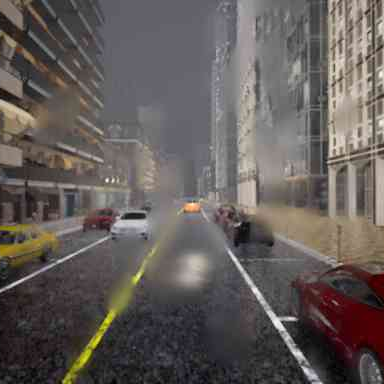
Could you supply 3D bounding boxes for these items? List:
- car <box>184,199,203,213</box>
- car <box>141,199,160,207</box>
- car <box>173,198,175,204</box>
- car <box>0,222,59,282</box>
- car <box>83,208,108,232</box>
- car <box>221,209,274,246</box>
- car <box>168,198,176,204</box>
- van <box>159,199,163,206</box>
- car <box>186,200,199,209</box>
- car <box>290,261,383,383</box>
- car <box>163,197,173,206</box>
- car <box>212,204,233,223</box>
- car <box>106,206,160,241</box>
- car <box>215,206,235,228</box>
[{"bbox_3d":[0.066,1.819,44.582,2.097,1.767,4.553,0,-1,2],"label":"car"},{"bbox_3d":[-5.693,2.030,44.205,1.947,1.339,4.313,0,-1,0],"label":"car"},{"bbox_3d":[-5.694,2.412,78.094,1.802,1.307,4.206,0,-1,0],"label":"car"},{"bbox_3d":[-5.691,1.631,10.146,1.752,1.417,4.829,0,-1,0],"label":"car"},{"bbox_3d":[-5.692,1.770,21.613,1.887,1.381,4.507,0,-1,0],"label":"car"},{"bbox_3d":[2.689,1.731,15.963,1.947,1.339,4.313,0,-1,0],"label":"car"},{"bbox_3d":[-5.695,2.461,95.041,1.967,1.590,4.097,0,-1,0],"label":"car"},{"bbox_3d":[-5.693,1.865,49.856,1.690,1.788,3.998,0,-1,0],"label":"van"},{"bbox_3d":[0.094,2.151,57.366,2.033,1.411,5.357,0,-1,0],"label":"car"},{"bbox_3d":[2.689,1.630,4.667,1.802,1.307,4.206,0,-1,0],"label":"car"},{"bbox_3d":[-5.694,2.349,72.446,1.802,1.307,4.206,0,-1,0],"label":"car"},{"bbox_3d":[2.688,1.724,27.261,1.967,1.590,4.097,0,-1,0],"label":"car"},{"bbox_3d":[-3.034,1.713,18.031,1.812,1.442,4.674,0,-1,1],"label":"car"},{"bbox_3d":[2.688,1.807,21.613,1.802,1.307,4.206,0,-1,0],"label":"car"}]
